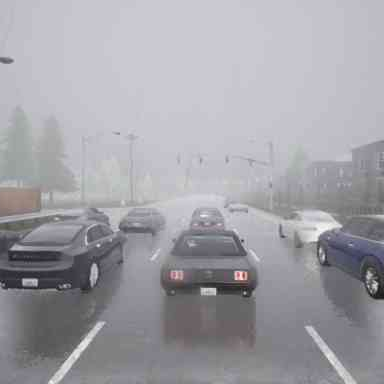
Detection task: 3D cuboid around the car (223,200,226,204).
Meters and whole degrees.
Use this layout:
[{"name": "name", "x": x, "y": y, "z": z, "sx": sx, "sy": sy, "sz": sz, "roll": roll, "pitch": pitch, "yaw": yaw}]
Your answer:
[{"name": "car", "x": 5.441, "y": 1.547, "z": 46.458, "sx": 2.033, "sy": 1.411, "sz": 5.357, "roll": 0, "pitch": 0, "yaw": 2}]

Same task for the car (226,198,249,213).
[{"name": "car", "x": 5.064, "y": 1.601, "z": 36.568, "sx": 1.895, "sy": 1.301, "sz": 4.718, "roll": 0, "pitch": 0, "yaw": 3}]

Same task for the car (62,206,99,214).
[{"name": "car", "x": -6.147, "y": 1.526, "z": 18.892, "sx": 1.812, "sy": 1.442, "sz": 4.674, "roll": 0, "pitch": 0, "yaw": 3}]

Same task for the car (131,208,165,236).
[{"name": "car", "x": -2.662, "y": 1.564, "z": 18.452, "sx": 1.994, "sy": 1.385, "sz": 4.181, "roll": 0, "pitch": 0, "yaw": 2}]

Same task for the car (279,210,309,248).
[{"name": "car", "x": 5.129, "y": 1.526, "z": 14.585, "sx": 1.812, "sy": 1.442, "sz": 4.674, "roll": 0, "pitch": 0, "yaw": 2}]

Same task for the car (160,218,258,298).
[{"name": "car", "x": 0.415, "y": 1.601, "z": 8.525, "sx": 1.895, "sy": 1.301, "sz": 4.718, "roll": 0, "pitch": 0, "yaw": 2}]

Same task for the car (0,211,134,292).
[{"name": "car", "x": -3.070, "y": 1.506, "z": 8.939, "sx": 1.837, "sy": 1.490, "sz": 4.892, "roll": 0, "pitch": 0, "yaw": 2}]

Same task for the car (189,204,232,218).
[{"name": "car", "x": 0.825, "y": 1.547, "z": 18.108, "sx": 2.033, "sy": 1.411, "sz": 5.357, "roll": 0, "pitch": 0, "yaw": 2}]

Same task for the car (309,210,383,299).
[{"name": "car", "x": 4.871, "y": 1.351, "z": 8.561, "sx": 2.097, "sy": 1.767, "sz": 4.553, "roll": 0, "pitch": 0, "yaw": 2}]
